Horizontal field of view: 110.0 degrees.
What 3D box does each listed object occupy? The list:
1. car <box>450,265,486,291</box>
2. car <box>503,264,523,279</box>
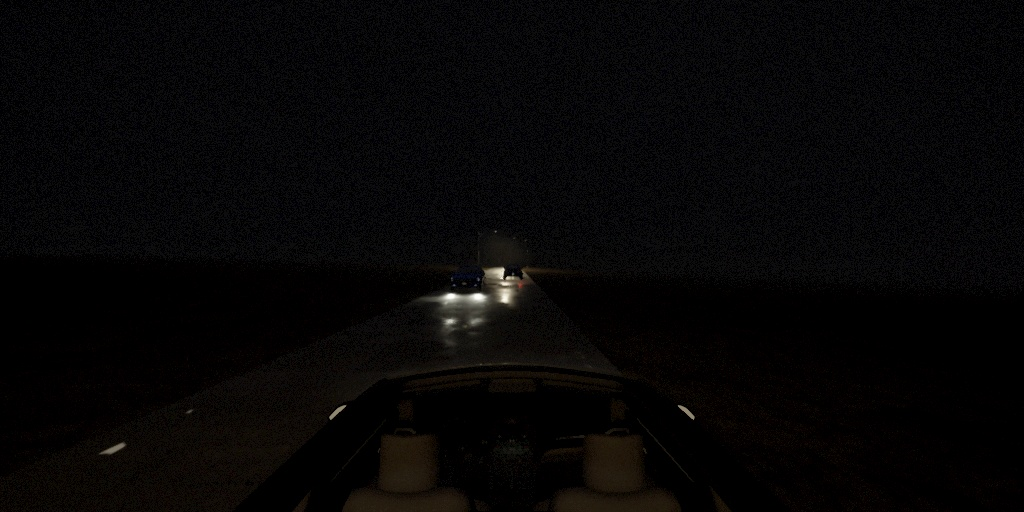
[{"bbox_3d":[-2.756,1.354,23.295,1.882,1.535,5.008,0,-1,0],"label":"car"},{"bbox_3d":[0.103,1.508,35.417,1.812,1.442,4.674,0,-1,0],"label":"car"}]
